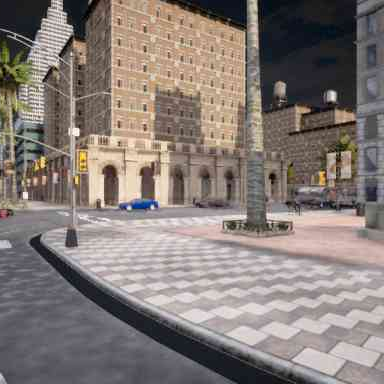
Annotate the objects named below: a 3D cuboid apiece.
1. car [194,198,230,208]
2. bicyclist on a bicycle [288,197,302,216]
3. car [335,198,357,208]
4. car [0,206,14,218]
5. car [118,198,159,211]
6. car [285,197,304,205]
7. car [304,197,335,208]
[{"bbox_3d":[2.933,1.548,47.086,5.357,1.411,2.033,0,0,-33],"label":"car"},{"bbox_3d":[9.170,1.301,29.683,0.582,1.620,1.656,0,0,-33],"label":"bicyclist on a bicycle"},{"bbox_3d":[22.875,1.564,47.385,4.181,1.385,1.994,0,0,-34],"label":"car"},{"bbox_3d":[-17.174,1.564,27.623,4.181,1.385,1.994,0,0,-9],"label":"car"},{"bbox_3d":[-6.546,1.478,40.901,5.008,1.535,1.882,0,0,-33],"label":"car"},{"bbox_3d":[18.303,1.547,57.141,5.357,1.411,2.033,0,0,-33],"label":"car"},{"bbox_3d":[19.304,1.505,49.313,4.892,1.490,1.837,0,0,-34],"label":"car"}]
